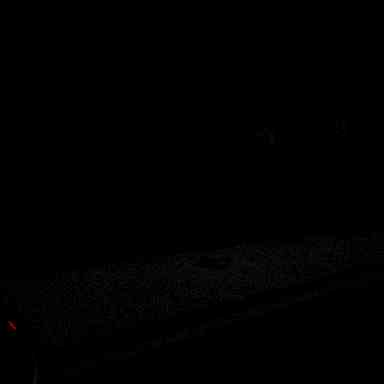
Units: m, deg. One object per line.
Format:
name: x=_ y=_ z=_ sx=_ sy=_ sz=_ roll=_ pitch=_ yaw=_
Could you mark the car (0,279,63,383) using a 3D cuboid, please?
car: x=-2.810 y=1.363 z=1.252 sx=4.553 sy=1.767 sz=2.097 roll=0 pitch=0 yaw=-36
